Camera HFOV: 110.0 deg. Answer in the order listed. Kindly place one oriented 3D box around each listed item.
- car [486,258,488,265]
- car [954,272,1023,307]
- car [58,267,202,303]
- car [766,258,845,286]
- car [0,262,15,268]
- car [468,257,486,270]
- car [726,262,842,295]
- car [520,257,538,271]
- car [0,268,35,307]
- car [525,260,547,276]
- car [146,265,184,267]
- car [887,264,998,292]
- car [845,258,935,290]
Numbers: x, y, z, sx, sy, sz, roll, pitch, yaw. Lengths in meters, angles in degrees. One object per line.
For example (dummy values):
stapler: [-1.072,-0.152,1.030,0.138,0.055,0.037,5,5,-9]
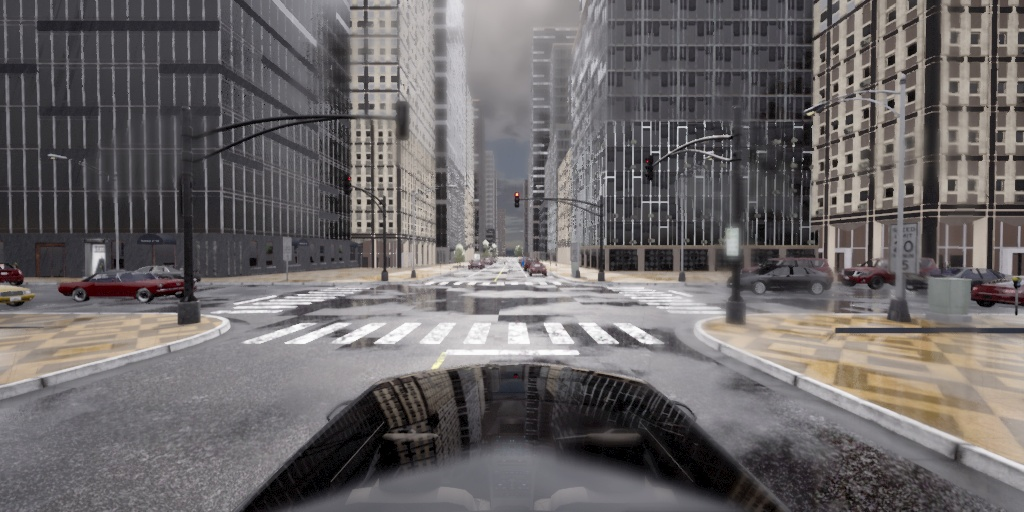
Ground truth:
car: [-5.277,1.302,58.034,1.802,1.307,4.207,0,0,0]
car: [20.189,1.416,13.679,4.207,1.307,1.802,0,0,0]
car: [-17.177,1.343,16.203,4.718,1.301,1.895,0,1,3]
car: [16.575,1.022,21.811,5.009,1.841,2.192,0,0,0]
car: [-26.392,1.206,16.190,5.008,1.535,1.882,0,1,0]
car: [-5.281,1.164,52.510,1.967,1.591,4.097,0,0,0]
car: [14.185,1.248,19.189,4.892,1.490,1.837,0,1,1]
car: [2.584,1.042,47.005,2.192,1.841,5.009,0,0,0]
car: [-21.253,1.300,13.613,4.829,1.417,1.751,0,0,0]
car: [2.555,1.316,35.955,1.802,1.307,4.207,0,0,0]
car: [-21.436,1.203,21.751,4.403,1.370,2.007,0,0,0]
car: [24.008,1.304,19.220,5.357,1.411,2.033,0,1,0]
car: [22.906,1.031,21.822,5.009,1.841,2.192,0,0,0]
